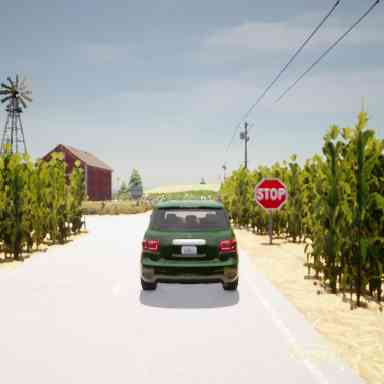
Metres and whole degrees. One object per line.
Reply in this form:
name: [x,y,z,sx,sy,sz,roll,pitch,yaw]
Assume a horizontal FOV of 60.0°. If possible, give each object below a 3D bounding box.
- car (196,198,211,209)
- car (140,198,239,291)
car: [1.658,1.553,46.166,1.994,1.385,4.181,0,0,4]
car: [-0.048,1.220,9.153,2.150,2.045,5.566,0,0,0]
